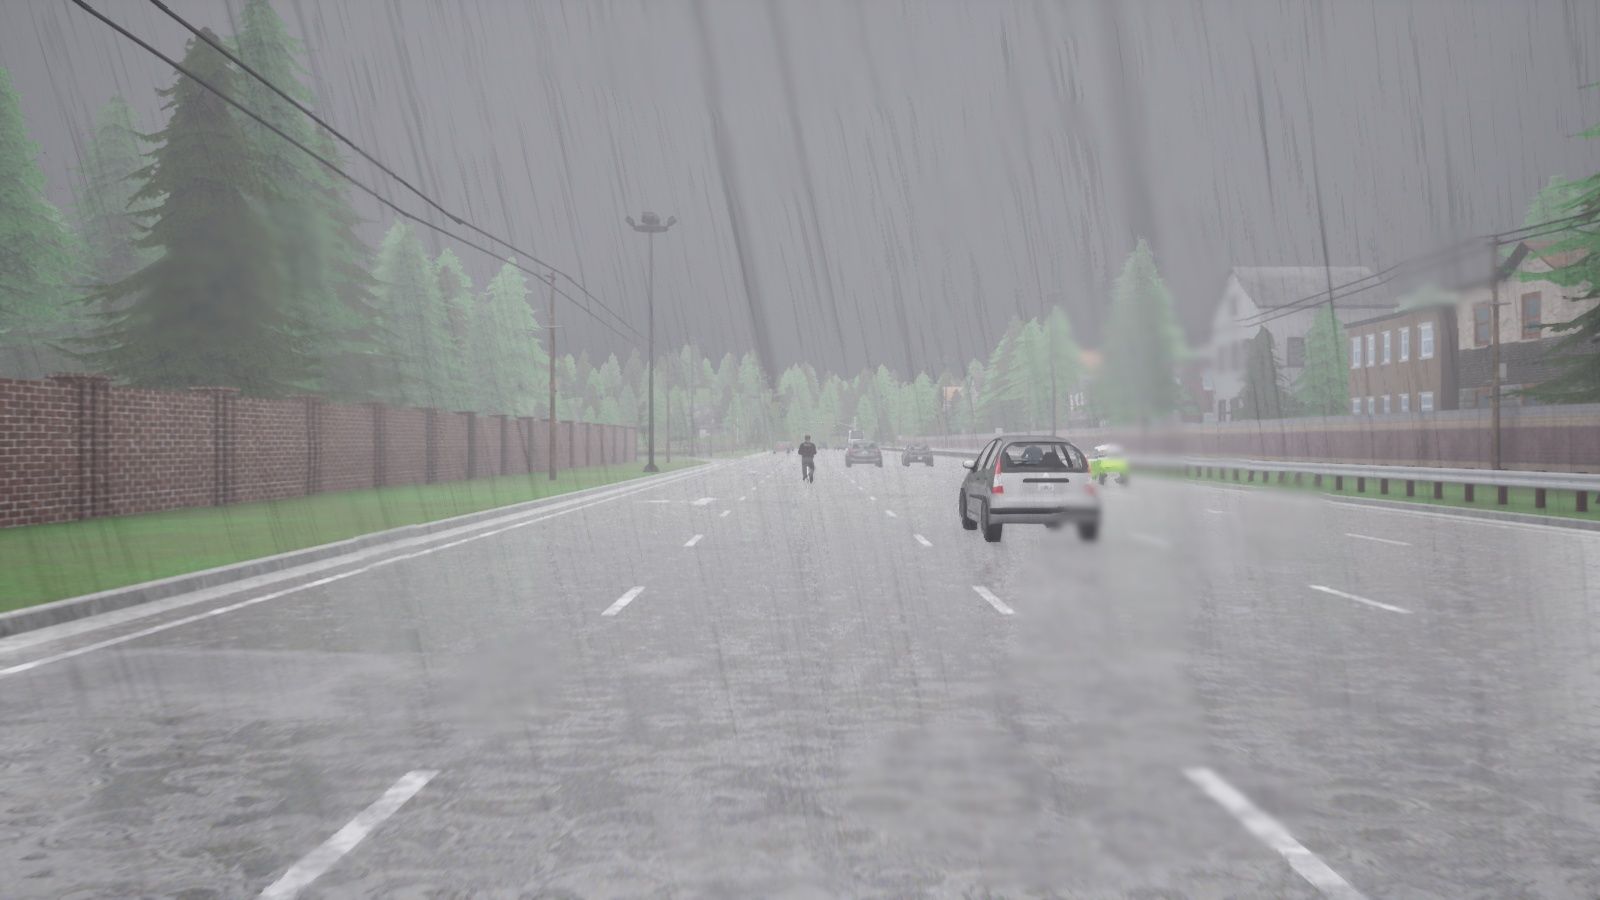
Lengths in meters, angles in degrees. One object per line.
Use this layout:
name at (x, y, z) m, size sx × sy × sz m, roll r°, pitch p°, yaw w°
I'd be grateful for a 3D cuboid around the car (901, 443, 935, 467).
car at (7.472, 0.315, 79.997) m, size 1.816 × 1.474 × 4.193 m, roll 0°, pitch 0°, yaw 0°

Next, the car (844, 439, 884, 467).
car at (3.963, 0.152, 78.377) m, size 2.242 × 1.667 × 4.611 m, roll 0°, pitch 0°, yaw 0°

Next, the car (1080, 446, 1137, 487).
car at (10.766, 0.562, 43.941) m, size 1.481 × 1.376 × 2.207 m, roll 0°, pitch 1°, yaw 0°

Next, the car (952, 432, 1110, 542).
car at (3.632, 0.533, 20.394) m, size 1.851 × 1.617 × 3.988 m, roll 0°, pitch 0°, yaw 0°
